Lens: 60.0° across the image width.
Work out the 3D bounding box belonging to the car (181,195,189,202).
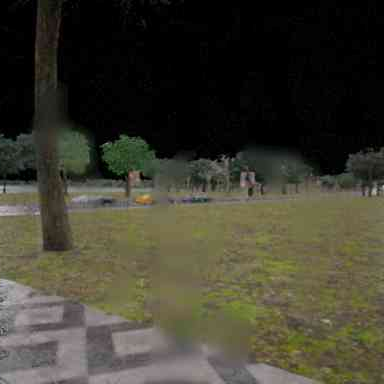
[{"bbox_3d":[-0.059,1.264,64.220,2.033,1.411,5.357,1,1,36],"label":"car"}]

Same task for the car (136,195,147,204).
[{"bbox_3d":[-7.013,1.195,54.517,1.882,1.535,5.008,1,1,36],"label":"car"}]

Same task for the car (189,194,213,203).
[{"bbox_3d":[2.074,1.109,61.619,2.097,1.767,4.553,1,1,36],"label":"car"}]

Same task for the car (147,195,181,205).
[{"bbox_3d":[-4.326,1.260,52.688,1.837,1.490,4.892,1,0,36],"label":"car"}]

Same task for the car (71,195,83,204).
[{"bbox_3d":[-16.731,1.161,52.367,1.812,1.442,4.674,1,0,36],"label":"car"}]

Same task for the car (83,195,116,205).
[{"bbox_3d":[-13.777,1.201,50.915,1.812,1.442,4.674,1,1,36],"label":"car"}]
